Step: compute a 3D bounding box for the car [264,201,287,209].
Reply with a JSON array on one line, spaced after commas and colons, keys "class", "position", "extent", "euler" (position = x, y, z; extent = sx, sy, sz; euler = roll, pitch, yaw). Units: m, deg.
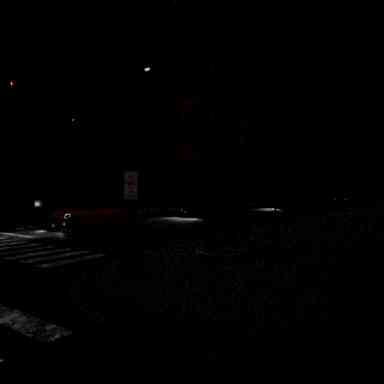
[{"class": "car", "position": [11.854, 1.648, 47.090], "extent": [1.994, 1.385, 4.181], "euler": [0, 0, 36]}]

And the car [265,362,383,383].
[{"class": "car", "position": [2.194, 1.551, 1.277], "extent": [4.403, 1.369, 2.008], "euler": [0, 0, 36]}]

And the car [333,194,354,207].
[{"class": "car", "position": [24.099, 1.347, 52.878], "extent": [2.150, 2.045, 5.566], "euler": [0, 0, 35]}]

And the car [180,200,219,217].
[{"class": "car", "position": [0.798, 1.545, 31.591], "extent": [1.837, 1.490, 4.892], "euler": [0, 0, 35]}]

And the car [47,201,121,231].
[{"class": "car", "position": [-6.704, 1.370, 21.012], "extent": [2.097, 1.767, 4.553], "euler": [0, 0, 35]}]
